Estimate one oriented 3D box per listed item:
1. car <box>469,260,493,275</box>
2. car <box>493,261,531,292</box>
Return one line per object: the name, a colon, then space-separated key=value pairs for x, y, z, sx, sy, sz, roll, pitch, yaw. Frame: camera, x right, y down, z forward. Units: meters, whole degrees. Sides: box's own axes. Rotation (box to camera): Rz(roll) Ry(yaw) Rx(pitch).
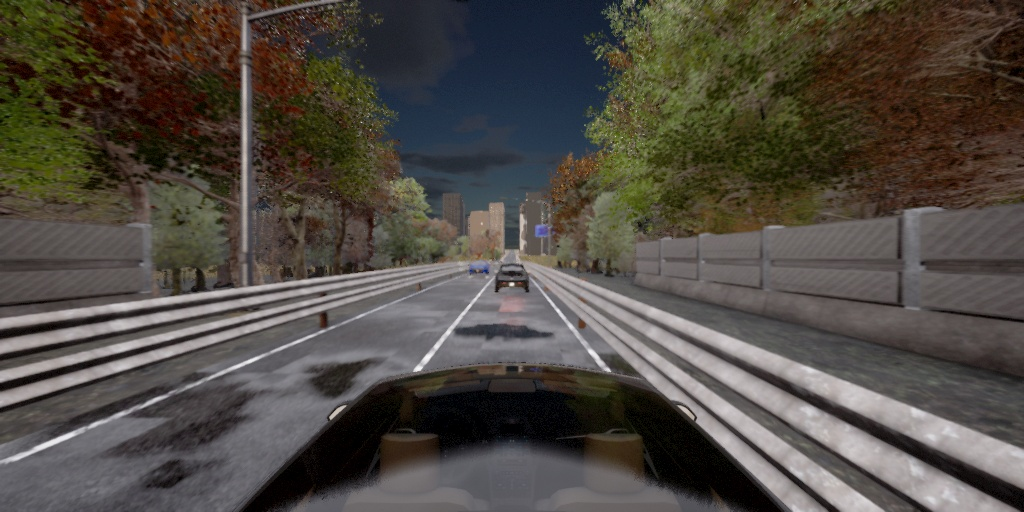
car: x=-3.334 y=1.185 z=37.384 sx=1.882 sy=1.535 sz=5.008 roll=0 pitch=0 yaw=0
car: x=0.012 y=1.170 z=20.316 sx=1.837 sy=1.490 sz=4.892 roll=0 pitch=0 yaw=0
